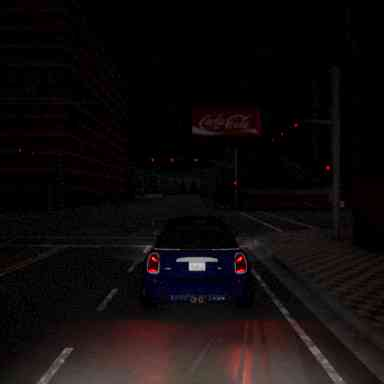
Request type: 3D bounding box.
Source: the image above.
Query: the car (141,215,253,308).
[{"bbox_3d":[0.086,1.351,8.058,2.097,1.767,4.553,0,0,0],"label":"car"}]
